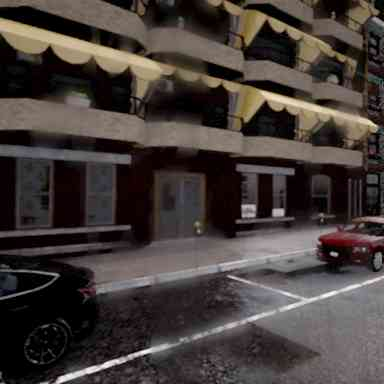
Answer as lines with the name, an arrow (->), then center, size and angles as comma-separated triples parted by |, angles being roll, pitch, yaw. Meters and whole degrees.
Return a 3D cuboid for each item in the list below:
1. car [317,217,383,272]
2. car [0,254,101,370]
car -> 5.860, 1.510, 10.723 | 4.507, 1.381, 1.887 | 0, 1, -35
car -> -3.343, 1.567, 4.161 | 4.313, 1.339, 1.947 | 0, 1, -35
